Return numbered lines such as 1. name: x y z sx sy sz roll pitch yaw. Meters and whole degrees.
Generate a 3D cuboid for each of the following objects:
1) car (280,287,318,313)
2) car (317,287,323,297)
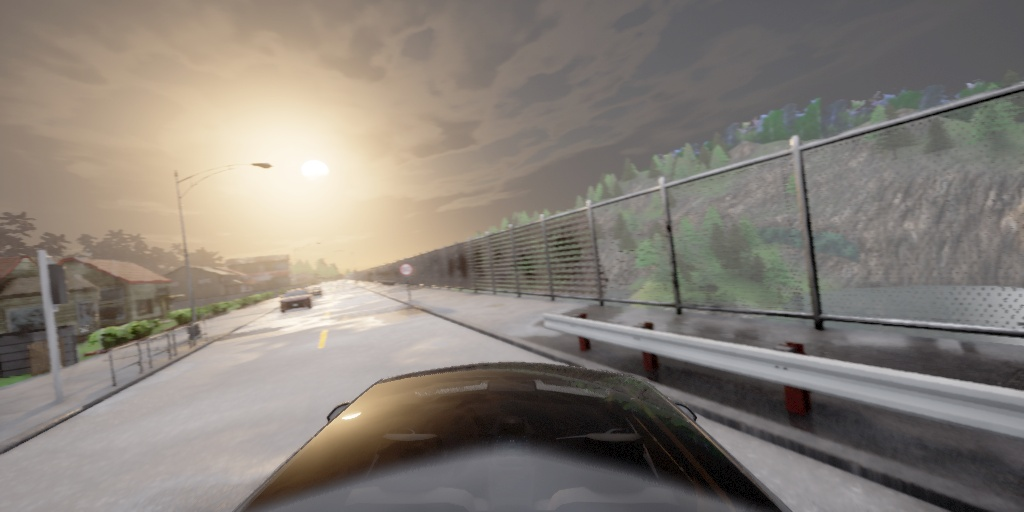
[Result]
1. car: -15.936 3.221 26.723 1.882 1.535 5.008 -7 0 -26
2. car: -23.832 4.402 43.150 1.895 1.301 4.718 -7 0 -26
